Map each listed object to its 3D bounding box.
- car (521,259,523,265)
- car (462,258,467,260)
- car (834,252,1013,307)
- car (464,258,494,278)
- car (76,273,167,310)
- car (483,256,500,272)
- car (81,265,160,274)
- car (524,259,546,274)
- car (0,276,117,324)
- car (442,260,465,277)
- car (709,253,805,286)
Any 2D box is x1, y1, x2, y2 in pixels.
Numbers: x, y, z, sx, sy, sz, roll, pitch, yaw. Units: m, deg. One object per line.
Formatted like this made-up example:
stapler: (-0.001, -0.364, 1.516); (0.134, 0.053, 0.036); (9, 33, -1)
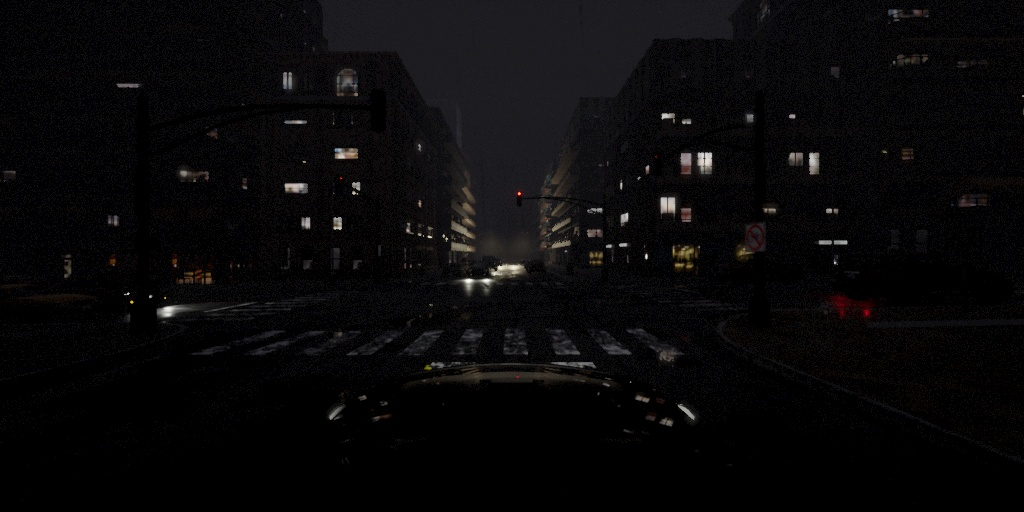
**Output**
car: (2.790, 1.341, 57.851); (1.802, 1.307, 4.207); (0, 0, 0)
car: (-5.621, 1.278, 40.646); (1.751, 1.417, 4.829); (0, 0, 0)
car: (14.730, 0.773, 13.054); (5.009, 1.841, 2.192); (0, 0, 0)
car: (-3.044, 1.229, 34.119); (1.882, 1.535, 5.008); (0, 0, 0)
car: (-17.598, 1.613, 15.424); (4.181, 1.385, 1.994); (-1, 0, 0)
car: (-3.026, 0.978, 47.512); (2.150, 2.045, 5.566); (0, 0, -1)
car: (-23.565, 1.460, 21.136); (5.009, 1.841, 2.192); (0, 0, 0)
car: (2.759, 1.193, 40.803); (1.967, 1.591, 4.097); (0, 0, 0)
car: (-17.611, 1.584, 12.829); (4.829, 1.417, 1.751); (0, 0, 0)
car: (-5.631, 1.317, 35.134); (1.948, 1.339, 4.313); (0, 0, 0)
car: (14.610, 0.756, 21.433); (5.009, 1.841, 2.192); (0, 0, 0)
